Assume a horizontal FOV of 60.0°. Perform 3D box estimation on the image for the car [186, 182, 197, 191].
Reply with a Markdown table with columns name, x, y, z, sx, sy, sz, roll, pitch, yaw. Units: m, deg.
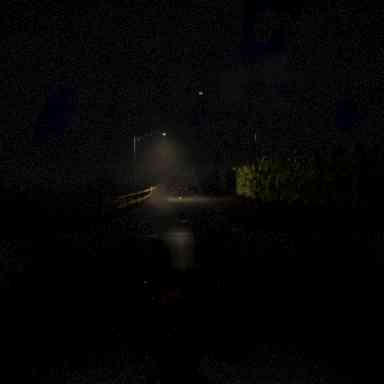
| name | x | y | z | sx | sy | sz | roll | pitch | yaw |
| --- | --- | --- | --- | --- | --- | --- | --- | --- | --- |
| car | -0.012 | -1.153 | 64.851 | 2.033 | 1.411 | 5.357 | 0 | 4 | 0 |

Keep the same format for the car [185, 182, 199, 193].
| name | x | y | z | sx | sy | sz | roll | pitch | yaw |
| --- | --- | --- | --- | --- | --- | --- | --- | --- | --- |
| car | -0.010 | -0.598 | 54.449 | 1.837 | 1.490 | 4.892 | 0 | 3 | 0 |

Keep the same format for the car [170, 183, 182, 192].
| name | x | y | z | sx | sy | sz | roll | pitch | yaw |
| --- | --- | --- | --- | --- | --- | --- | --- | --- | --- |
| car | -2.762 | -0.847 | 59.031 | 1.837 | 1.490 | 4.892 | 0 | 3 | 0 |
